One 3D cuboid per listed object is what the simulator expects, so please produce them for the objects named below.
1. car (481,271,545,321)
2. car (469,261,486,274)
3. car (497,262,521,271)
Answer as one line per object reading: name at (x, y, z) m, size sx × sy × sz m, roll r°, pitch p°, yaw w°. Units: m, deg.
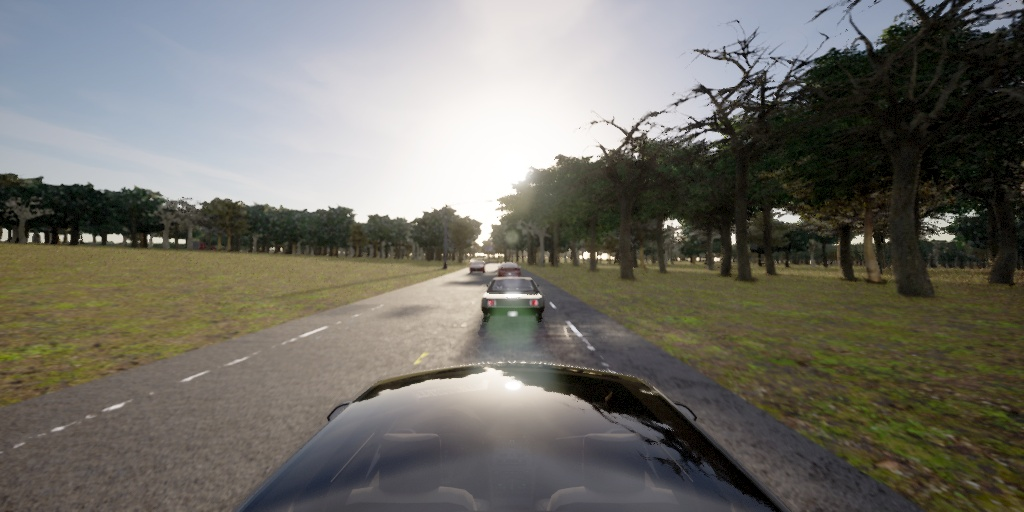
car at (0.021, 1.381, 12.517) m, size 1.895 × 1.301 × 4.718 m, roll 0°, pitch 0°, yaw 0°
car at (-4.311, 1.371, 44.938) m, size 1.882 × 1.535 × 5.008 m, roll 0°, pitch 0°, yaw -2°
car at (-0.240, 1.276, 30.869) m, size 1.882 × 1.535 × 5.008 m, roll 1°, pitch 0°, yaw -1°
